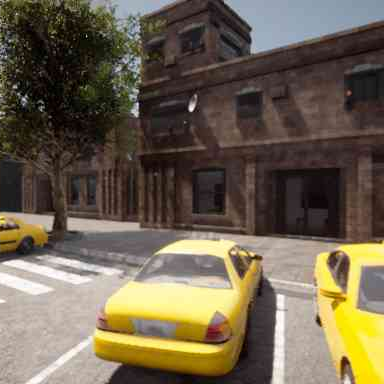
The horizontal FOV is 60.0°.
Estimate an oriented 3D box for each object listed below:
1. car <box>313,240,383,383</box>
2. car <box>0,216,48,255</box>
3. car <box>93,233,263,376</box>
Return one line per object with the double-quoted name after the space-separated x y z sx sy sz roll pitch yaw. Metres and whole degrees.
2.679 1.488 4.213 2.097 1.535 5.008 0 -1 15 "car"
-7.165 1.483 10.998 1.946 1.575 5.366 1 -1 16 "car"
0.270 1.509 6.120 1.946 1.575 5.366 0 -1 16 "car"
